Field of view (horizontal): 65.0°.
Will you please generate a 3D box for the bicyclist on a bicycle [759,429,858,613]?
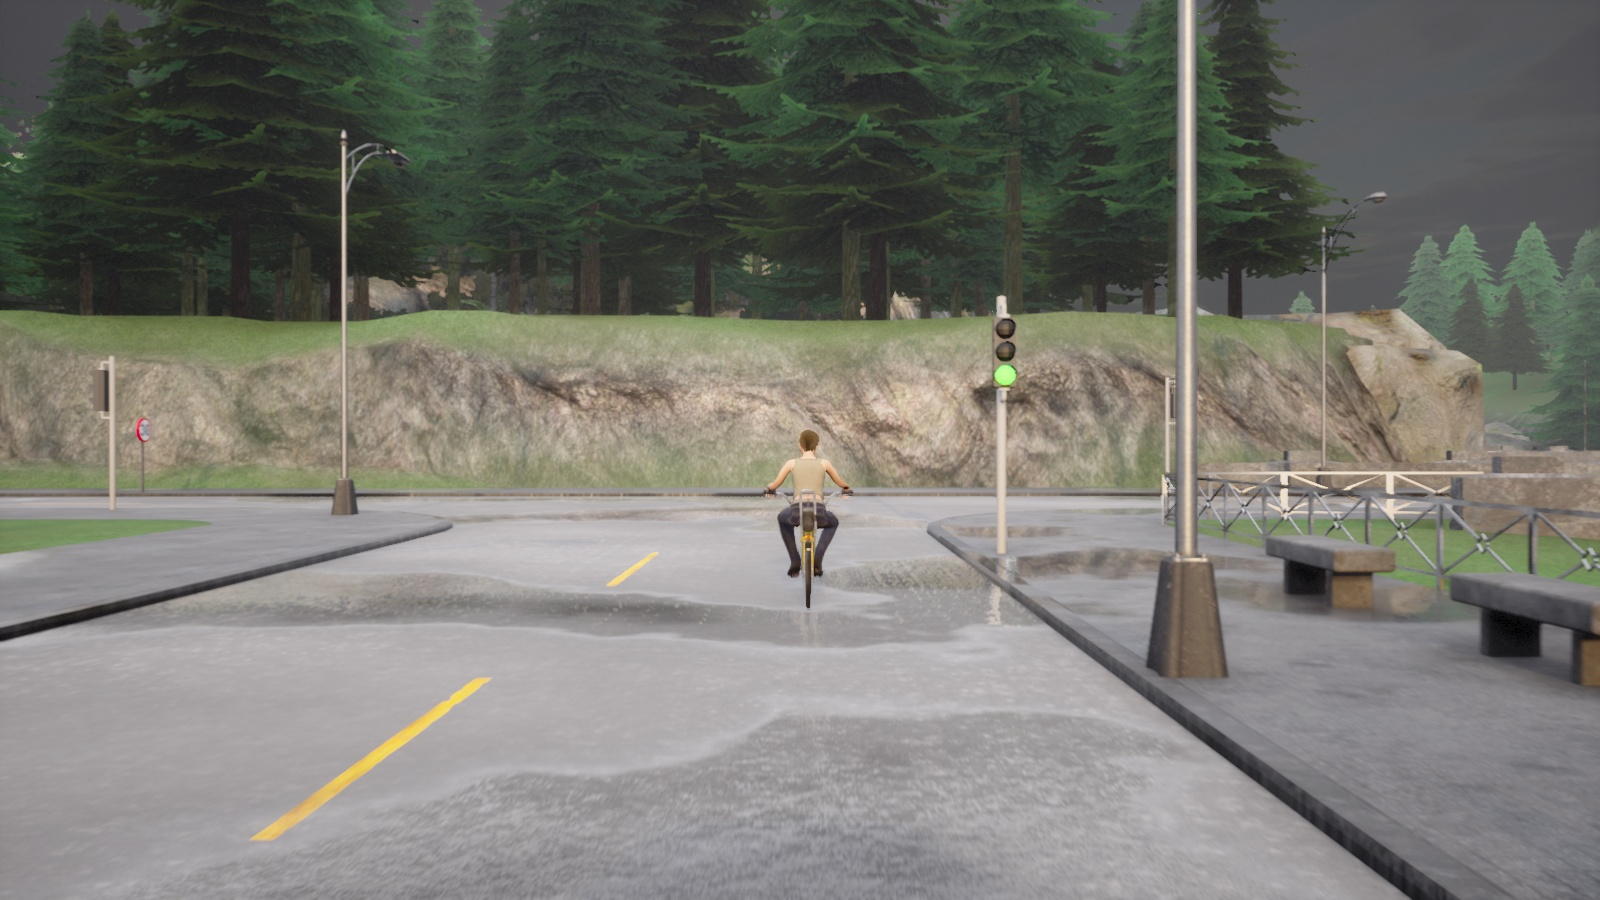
[{"bbox_3d":[0.078,0.617,11.754,0.866,1.612,1.509,0,0,1],"label":"bicyclist on a bicycle"}]
